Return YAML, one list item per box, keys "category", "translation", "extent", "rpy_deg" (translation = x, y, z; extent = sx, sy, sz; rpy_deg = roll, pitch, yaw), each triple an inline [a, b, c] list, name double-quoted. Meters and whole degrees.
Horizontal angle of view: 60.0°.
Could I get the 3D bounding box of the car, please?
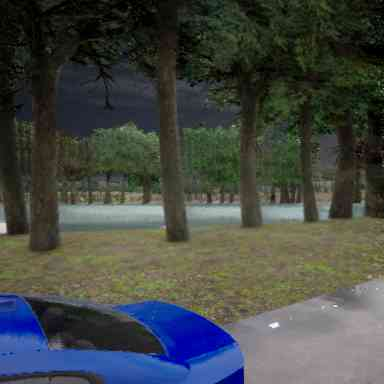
- category: "car"
  translation: [-1.899, 1.474, 1.687]
  extent: [5.008, 1.535, 1.882]
  rpy_deg: [0, 0, -36]
